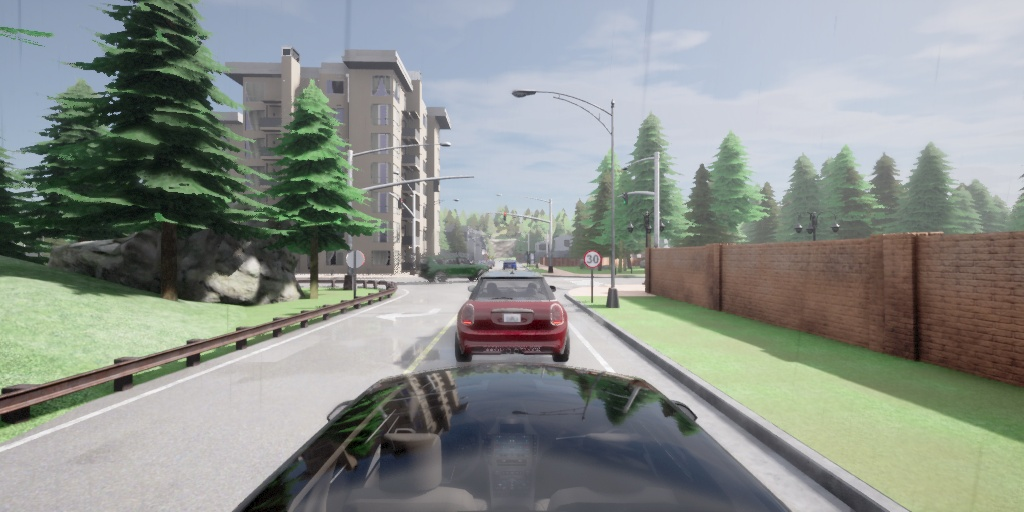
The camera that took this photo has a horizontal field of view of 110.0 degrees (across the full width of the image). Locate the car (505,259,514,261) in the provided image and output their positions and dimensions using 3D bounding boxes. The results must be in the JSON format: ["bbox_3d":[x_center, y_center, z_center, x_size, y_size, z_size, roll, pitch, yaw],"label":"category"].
[{"bbox_3d":[-0.342,1.227,53.535,1.882,1.535,5.008,0,0,0],"label":"car"}]

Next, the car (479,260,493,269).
[{"bbox_3d":[-4.058,1.314,56.548,1.994,1.385,4.181,0,0,0],"label":"car"}]

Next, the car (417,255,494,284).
[{"bbox_3d":[-4.313,0.972,27.135,5.566,2.045,2.150,0,1,-30],"label":"car"}]

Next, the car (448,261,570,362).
[{"bbox_3d":[0.005,1.102,8.373,2.097,1.767,4.553,0,0,0],"label":"car"}]

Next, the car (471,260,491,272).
[{"bbox_3d":[-3.983,1.241,46.694,2.128,1.511,4.902,0,0,-1],"label":"car"}]
